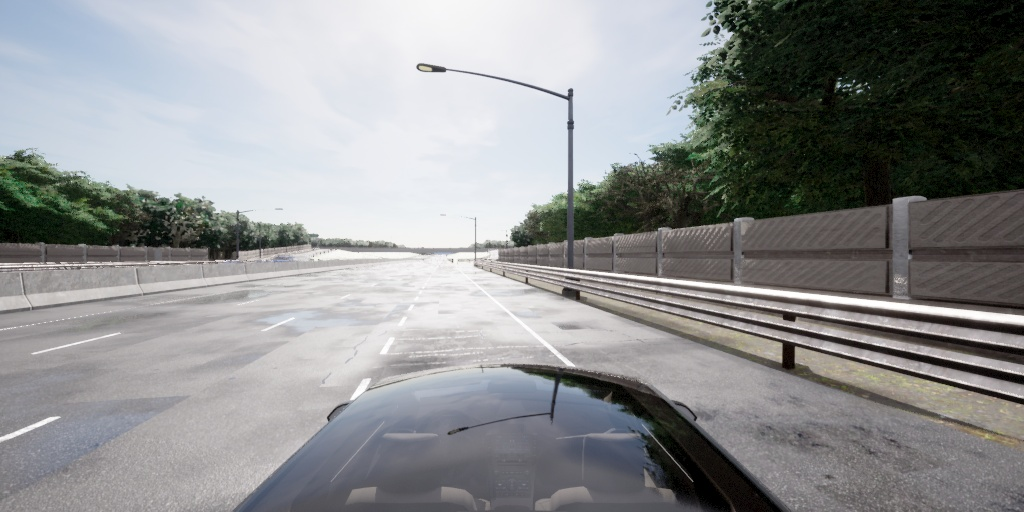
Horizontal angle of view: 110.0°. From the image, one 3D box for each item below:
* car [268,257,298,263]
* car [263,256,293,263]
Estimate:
[{"bbox_3d":[-30.163,1.284,48.299,2.128,1.511,4.902,0,0,-10],"label":"car"},{"bbox_3d":[-34.821,1.024,54.406,2.150,2.045,5.566,0,0,-10],"label":"car"}]
